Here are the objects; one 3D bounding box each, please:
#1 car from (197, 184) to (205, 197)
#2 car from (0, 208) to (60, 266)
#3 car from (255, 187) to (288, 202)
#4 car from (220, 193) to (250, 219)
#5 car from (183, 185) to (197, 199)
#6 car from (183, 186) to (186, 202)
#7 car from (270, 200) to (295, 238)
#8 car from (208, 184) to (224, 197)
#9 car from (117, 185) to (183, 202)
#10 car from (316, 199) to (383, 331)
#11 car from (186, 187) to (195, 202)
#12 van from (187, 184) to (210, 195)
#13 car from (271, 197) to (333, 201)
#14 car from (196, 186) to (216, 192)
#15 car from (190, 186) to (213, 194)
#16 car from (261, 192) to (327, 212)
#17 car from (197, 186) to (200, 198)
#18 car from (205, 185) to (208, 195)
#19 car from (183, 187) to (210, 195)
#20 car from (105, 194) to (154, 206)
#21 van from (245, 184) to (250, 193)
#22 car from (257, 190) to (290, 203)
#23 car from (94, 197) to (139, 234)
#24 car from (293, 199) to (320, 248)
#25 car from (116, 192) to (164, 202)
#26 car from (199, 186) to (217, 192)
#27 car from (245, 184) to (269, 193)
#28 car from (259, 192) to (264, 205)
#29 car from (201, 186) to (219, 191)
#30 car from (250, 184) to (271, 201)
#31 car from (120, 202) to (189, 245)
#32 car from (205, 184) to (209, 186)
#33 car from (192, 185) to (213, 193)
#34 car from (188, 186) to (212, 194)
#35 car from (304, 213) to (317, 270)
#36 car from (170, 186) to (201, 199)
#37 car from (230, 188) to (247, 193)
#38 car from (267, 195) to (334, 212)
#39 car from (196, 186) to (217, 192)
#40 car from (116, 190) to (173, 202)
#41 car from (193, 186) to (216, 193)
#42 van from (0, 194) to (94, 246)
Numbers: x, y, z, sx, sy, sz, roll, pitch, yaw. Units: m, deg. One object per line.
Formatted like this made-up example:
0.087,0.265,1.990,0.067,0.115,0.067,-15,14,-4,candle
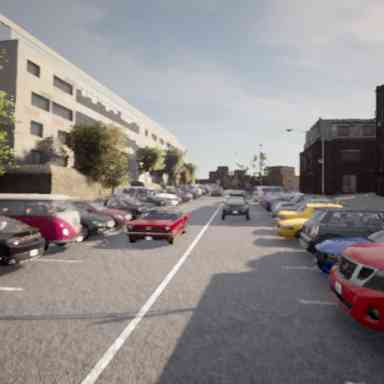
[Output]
-1.385,0.005,48.081,5.566,2.045,2.435,1,2,8,car
-6.667,1.346,9.340,4.892,1.521,2.231,1,1,8,car
9.162,0.627,34.290,4.553,1.767,2.185,1,2,8,car
3.102,1.071,23.664,1.812,1.442,4.674,1,1,8,car
-2.149,0.291,42.554,4.553,1.767,2.185,1,2,8,car
-3.304,0.534,34.130,4.553,1.767,2.185,1,2,8,car
6.198,1.341,13.821,5.366,1.575,1.946,1,2,8,car
4.357,-0.065,56.005,2.097,1.767,4.553,1,2,8,car
-3.986,0.566,28.709,5.566,2.045,2.435,1,2,8,car
5.173,1.270,5.162,5.566,2.045,2.435,1,1,8,car
-2.469,0.527,39.781,4.792,1.488,2.163,1,2,8,car
1.414,-0.529,67.430,4.442,1.987,1.878,1,2,8,van
6.965,1.261,16.683,5.366,1.575,1.946,1,2,8,car
3.544,-0.756,84.056,4.792,1.488,2.163,1,2,8,car
2.061,-0.463,72.985,4.892,1.521,2.231,1,2,8,car
8.007,1.039,25.433,4.792,1.488,2.163,1,2,8,car
-1.768,0.366,45.325,4.792,1.488,2.163,1,2,8,car
0.160,-0.024,59.154,4.674,1.452,2.002,1,2,8,car
0.905,-0.221,64.561,5.008,1.535,2.097,1,2,8,car
-5.165,1.062,20.296,4.892,1.521,2.231,1,2,8,car
15.185,-0.712,77.102,4.442,1.987,1.878,1,2,8,van
8.790,0.877,31.381,4.674,1.452,2.002,1,2,8,car
-5.536,1.177,17.654,4.674,1.452,2.002,1,2,8,car
5.953,1.300,10.884,4.553,1.767,2.185,1,2,8,car
-4.781,0.978,23.188,4.892,1.521,2.231,1,2,8,car
4.302,-0.916,89.590,4.792,1.488,2.163,1,2,8,car
15.476,-0.818,79.877,5.566,2.045,2.435,1,2,8,car
8.374,0.965,28.348,4.674,1.452,2.002,1,2,8,car
5.119,-1.075,95.115,4.792,1.488,2.163,1,2,8,car
9.605,0.421,37.064,5.566,2.045,2.435,1,2,8,car
-1.348,1.380,14.696,1.895,1.301,4.718,1,2,8,car
0.508,-0.270,61.918,4.553,1.767,2.185,1,2,8,car
2.467,-0.670,75.742,4.553,1.767,2.185,1,2,8,car
1.670,-0.383,70.220,4.892,1.521,2.231,1,2,8,car
5.603,1.484,8.079,5.008,1.535,2.097,1,1,8,car
-0.949,0.051,50.845,4.553,1.767,2.185,1,2,8,car
5.503,0.517,41.101,1.882,1.535,5.008,1,2,8,car
7.203,1.175,19.740,4.892,1.521,2.231,1,2,8,car
3.768,-0.870,86.844,5.366,1.575,1.946,1,2,8,car
-4.390,0.897,25.952,5.008,1.535,2.097,1,2,8,car
3.010,-0.710,81.310,5.366,1.575,1.946,1,2,8,car
-6.175,1.067,12.101,4.442,1.987,1.878,1,1,8,van
